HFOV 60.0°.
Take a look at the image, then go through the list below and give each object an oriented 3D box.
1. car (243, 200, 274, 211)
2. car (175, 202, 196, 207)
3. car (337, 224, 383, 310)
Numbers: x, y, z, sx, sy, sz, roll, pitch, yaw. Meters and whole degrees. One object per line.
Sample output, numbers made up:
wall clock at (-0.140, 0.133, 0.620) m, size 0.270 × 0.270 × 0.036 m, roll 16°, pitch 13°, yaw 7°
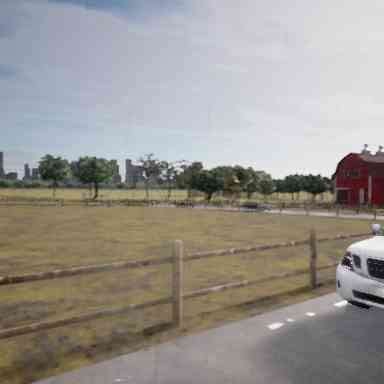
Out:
car at (9.331, 1.927, 47.092) m, size 1.837 × 1.490 × 4.892 m, roll 0°, pitch 0°, yaw -35°
car at (-1.278, 2.257, 62.294) m, size 1.895 × 1.301 × 4.718 m, roll 0°, pitch -1°, yaw -35°
car at (5.335, 1.272, 6.861) m, size 5.566 × 2.045 × 2.150 m, roll 1°, pitch 0°, yaw -35°
